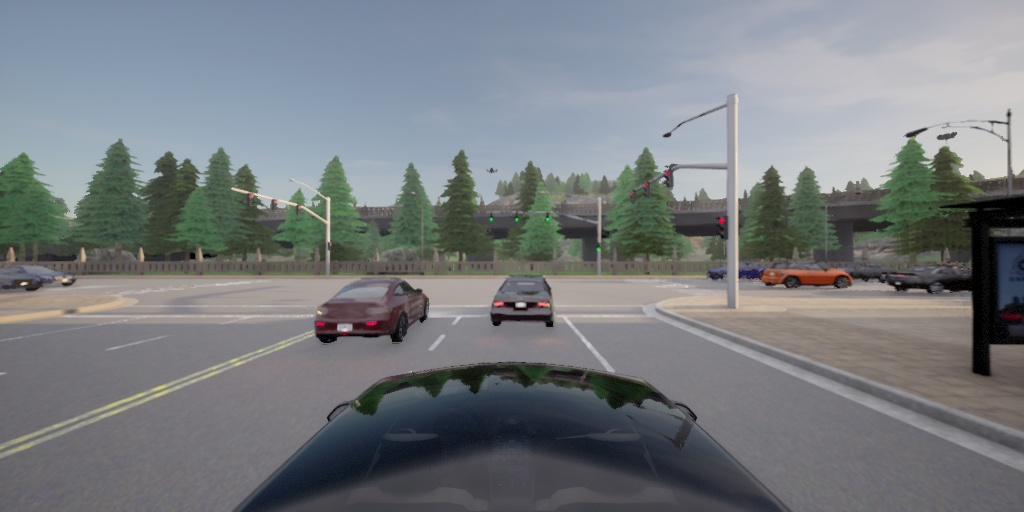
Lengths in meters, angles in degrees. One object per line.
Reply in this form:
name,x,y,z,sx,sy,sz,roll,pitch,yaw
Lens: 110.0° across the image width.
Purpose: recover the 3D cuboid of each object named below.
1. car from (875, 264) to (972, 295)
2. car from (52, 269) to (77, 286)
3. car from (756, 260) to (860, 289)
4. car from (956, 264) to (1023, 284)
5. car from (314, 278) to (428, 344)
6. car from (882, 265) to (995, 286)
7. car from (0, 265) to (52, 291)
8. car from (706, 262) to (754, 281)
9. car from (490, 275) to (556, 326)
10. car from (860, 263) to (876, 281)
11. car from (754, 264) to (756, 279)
car,23.153,1.268,19.207,4.902,1.511,2.128,0,0,1
car,-31.529,1.326,23.427,4.674,1.442,1.812,0,0,0
car,18.659,1.145,22.779,4.553,1.767,2.097,0,0,1
car,38.119,1.380,27.821,4.181,1.385,1.994,0,0,17
car,-3.514,1.314,9.648,1.812,1.442,4.674,0,0,-2
car,30.596,1.355,25.904,5.357,1.411,2.033,0,0,6
car,-29.009,1.347,19.880,4.181,1.385,1.994,0,0,1
car,18.952,1.305,29.914,5.008,1.535,1.882,0,0,1
car,0.461,1.345,11.928,2.033,1.411,5.357,0,0,5
car,28.333,1.317,29.518,4.902,1.511,2.128,0,0,4
car,20.993,1.163,26.357,4.553,1.767,2.097,0,0,2
